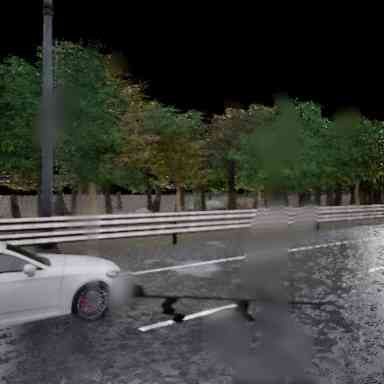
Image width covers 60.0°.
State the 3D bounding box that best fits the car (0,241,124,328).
[{"bbox_3d":[-3.477,1.519,5.543,4.674,1.442,1.812,0,0,-35],"label":"car"}]
